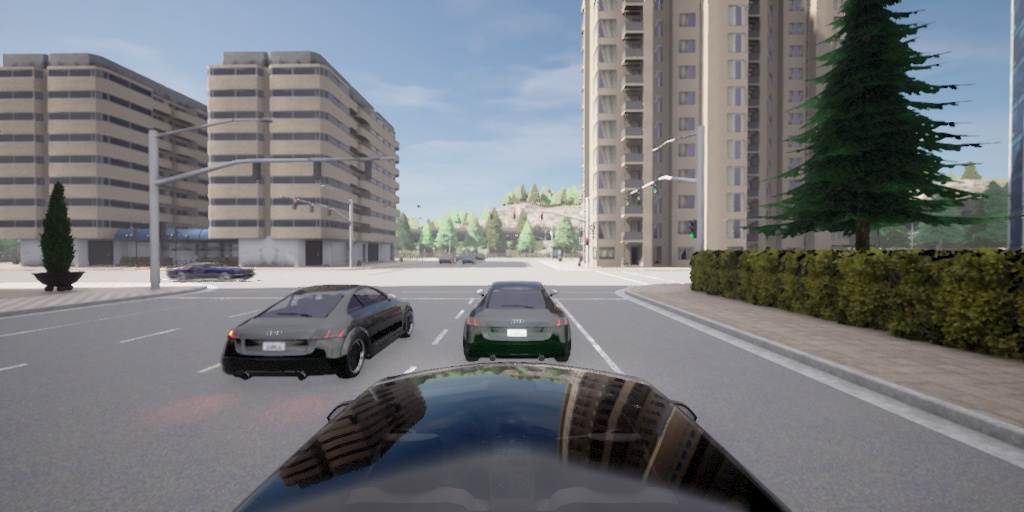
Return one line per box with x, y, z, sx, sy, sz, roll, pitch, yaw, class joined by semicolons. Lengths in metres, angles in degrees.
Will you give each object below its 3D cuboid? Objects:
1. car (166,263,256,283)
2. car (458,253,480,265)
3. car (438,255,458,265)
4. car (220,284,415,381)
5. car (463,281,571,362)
-20.059;1.094;24.073;4.718;1.301;1.895;0;1;1;car
-6.628;0.621;55.843;2.033;1.411;5.357;0;1;1;car
-10.128;0.550;55.912;1.882;1.535;5.008;0;0;1;car
-3.399;1.246;7.175;1.994;1.385;4.181;0;1;1;car
0.113;1.235;8.032;1.994;1.385;4.181;0;1;1;car
